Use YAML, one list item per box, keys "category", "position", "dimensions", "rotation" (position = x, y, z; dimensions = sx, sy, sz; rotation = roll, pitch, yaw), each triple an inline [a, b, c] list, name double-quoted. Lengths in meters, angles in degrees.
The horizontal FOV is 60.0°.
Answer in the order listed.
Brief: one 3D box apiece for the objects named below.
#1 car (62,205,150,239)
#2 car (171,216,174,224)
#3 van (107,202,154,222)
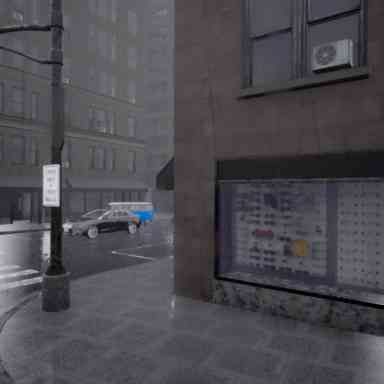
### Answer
- category: "car"
  position: [-5.026, 1.727, 19.015]
  dimensions: [2.128, 1.511, 4.902]
  rotation: [0, -1, 35]
- category: "car"
  position: [0.230, 1.947, 26.477]
  dimensions: [1.994, 1.385, 4.181]
  rotation: [0, -1, 36]
- category: "van"
  position: [-4.536, 1.636, 24.198]
  dimensions: [1.690, 1.788, 3.998]
  rotation: [-1, -1, 35]
